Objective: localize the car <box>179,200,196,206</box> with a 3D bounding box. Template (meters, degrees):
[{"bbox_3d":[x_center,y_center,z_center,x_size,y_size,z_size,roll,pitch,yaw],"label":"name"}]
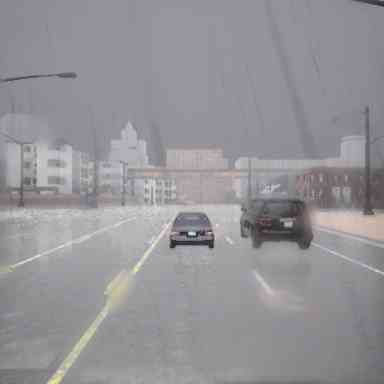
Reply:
[{"bbox_3d":[-0.783,3.052,94.246,1.882,1.535,5.008,-1,-2,29],"label":"car"}]

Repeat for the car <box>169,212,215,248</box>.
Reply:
[{"bbox_3d":[0.000,1.573,14.655,2.033,1.411,5.357,0,0,0],"label":"car"}]

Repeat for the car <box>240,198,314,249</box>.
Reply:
[{"bbox_3d":[3.500,1.269,14.687,2.150,2.045,5.566,0,0,0],"label":"car"}]
